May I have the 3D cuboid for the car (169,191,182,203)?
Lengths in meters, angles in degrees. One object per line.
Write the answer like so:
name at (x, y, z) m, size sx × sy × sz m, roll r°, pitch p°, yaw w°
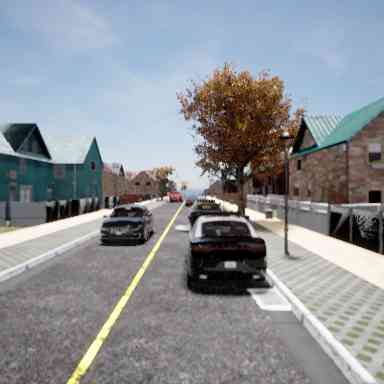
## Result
car at (-2.805, 0.831, 58.710) m, size 2.150 × 2.045 × 5.566 m, roll 0°, pitch 0°, yaw 0°

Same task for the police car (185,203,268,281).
police car at (0.826, 1.335, 9.722) m, size 1.930 × 1.638 × 5.238 m, roll 0°, pitch 1°, yaw 0°

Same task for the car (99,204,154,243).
car at (-2.849, 1.364, 15.390) m, size 1.837 × 1.490 × 4.892 m, roll 0°, pitch 1°, yaw 0°

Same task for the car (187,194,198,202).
car at (0.003, 1.160, 62.530) m, size 1.994 × 1.385 × 4.181 m, roll 0°, pitch 0°, yaw 0°

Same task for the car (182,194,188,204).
car at (0.030, 1.206, 45.522) m, size 2.033 × 1.411 × 5.357 m, roll 0°, pitch 0°, yaw 0°

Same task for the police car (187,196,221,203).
police car at (0.826, 1.246, 19.722) m, size 1.930 × 1.638 × 5.238 m, roll 0°, pitch 1°, yaw 0°
